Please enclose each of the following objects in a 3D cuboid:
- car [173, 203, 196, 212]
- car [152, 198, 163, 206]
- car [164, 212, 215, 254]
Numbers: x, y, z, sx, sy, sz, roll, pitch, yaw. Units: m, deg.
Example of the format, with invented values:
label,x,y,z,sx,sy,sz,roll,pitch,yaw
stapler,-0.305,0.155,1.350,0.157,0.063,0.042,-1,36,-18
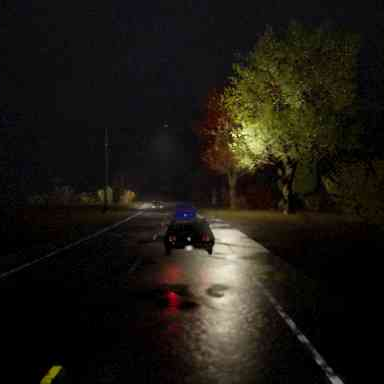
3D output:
label,x,y,z,sx,sy,sz,roll,pitch,yaw
car,-0.654,1.755,29.561,1.882,1.535,5.008,0,0,-2
car,-7.350,2.046,70.701,2.097,1.767,4.553,0,-1,-6
car,-0.142,1.733,14.138,1.895,1.301,4.718,0,0,-1
